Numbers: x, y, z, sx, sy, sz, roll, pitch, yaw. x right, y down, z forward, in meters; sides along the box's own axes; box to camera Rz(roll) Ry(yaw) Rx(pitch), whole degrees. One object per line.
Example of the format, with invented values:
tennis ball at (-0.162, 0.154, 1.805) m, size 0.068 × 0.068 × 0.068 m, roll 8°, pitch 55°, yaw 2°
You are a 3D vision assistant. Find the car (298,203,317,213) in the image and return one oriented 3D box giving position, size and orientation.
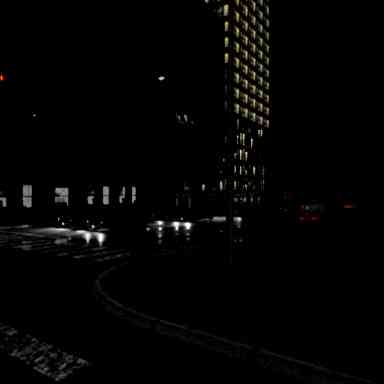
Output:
car at (19.044, 2.561, 54.768) m, size 1.812 × 1.442 × 4.674 m, roll 0°, pitch -1°, yaw 33°

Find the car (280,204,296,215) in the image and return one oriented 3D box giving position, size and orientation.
car at (13.755, 2.424, 46.424) m, size 1.994 × 1.385 × 4.181 m, roll 0°, pitch -1°, yaw 33°

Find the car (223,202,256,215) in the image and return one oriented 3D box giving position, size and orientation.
car at (6.257, 2.196, 41.011) m, size 2.128 × 1.511 × 4.902 m, roll 0°, pitch -1°, yaw 33°

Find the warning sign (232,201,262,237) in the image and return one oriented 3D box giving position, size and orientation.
warning sign at (3.091, 1.458, 18.556) m, size 1.300 × 1.860 × 1.060 m, roll 1°, pitch 1°, yaw 33°

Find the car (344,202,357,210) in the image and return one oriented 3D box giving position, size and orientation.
car at (31.330, 2.794, 65.799) m, size 1.882 × 1.535 × 5.008 m, roll 0°, pitch -1°, yaw 33°

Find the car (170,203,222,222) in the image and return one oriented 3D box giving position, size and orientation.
car at (0.520, 2.062, 32.086) m, size 2.033 × 1.411 × 5.357 m, roll 0°, pitch -1°, yaw 33°

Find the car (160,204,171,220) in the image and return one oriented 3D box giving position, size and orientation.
car at (-2.390, 2.011, 33.564) m, size 1.837 × 1.490 × 4.892 m, roll 0°, pitch -1°, yaw 33°

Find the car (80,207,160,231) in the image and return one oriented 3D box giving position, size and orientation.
car at (-4.917, 1.881, 23.608) m, size 2.033 × 1.411 × 5.357 m, roll 0°, pitch -1°, yaw 33°

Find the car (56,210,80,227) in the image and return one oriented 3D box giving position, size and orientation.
car at (-7.573, 1.881, 25.485) m, size 2.033 × 1.411 × 5.357 m, roll 0°, pitch -1°, yaw 33°

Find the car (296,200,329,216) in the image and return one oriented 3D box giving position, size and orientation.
car at (16.056, 2.070, 44.025) m, size 2.150 × 2.045 × 5.566 m, roll 0°, pitch -1°, yaw 35°

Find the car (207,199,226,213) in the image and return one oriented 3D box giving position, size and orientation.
car at (3.141, 1.907, 42.182) m, size 2.150 × 2.045 × 5.566 m, roll 0°, pitch -1°, yaw 32°

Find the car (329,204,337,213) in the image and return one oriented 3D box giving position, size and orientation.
car at (21.780, 2.602, 53.013) m, size 1.994 × 1.385 × 4.181 m, roll 0°, pitch -1°, yaw 33°
